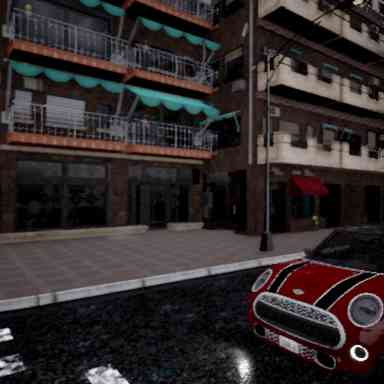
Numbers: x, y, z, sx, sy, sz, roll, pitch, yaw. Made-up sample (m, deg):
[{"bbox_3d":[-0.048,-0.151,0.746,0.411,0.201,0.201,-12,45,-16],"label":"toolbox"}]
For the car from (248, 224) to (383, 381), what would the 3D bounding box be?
[{"bbox_3d":[3.076,1.372,5.570,4.553,1.767,2.097,0,0,-35],"label":"car"}]
